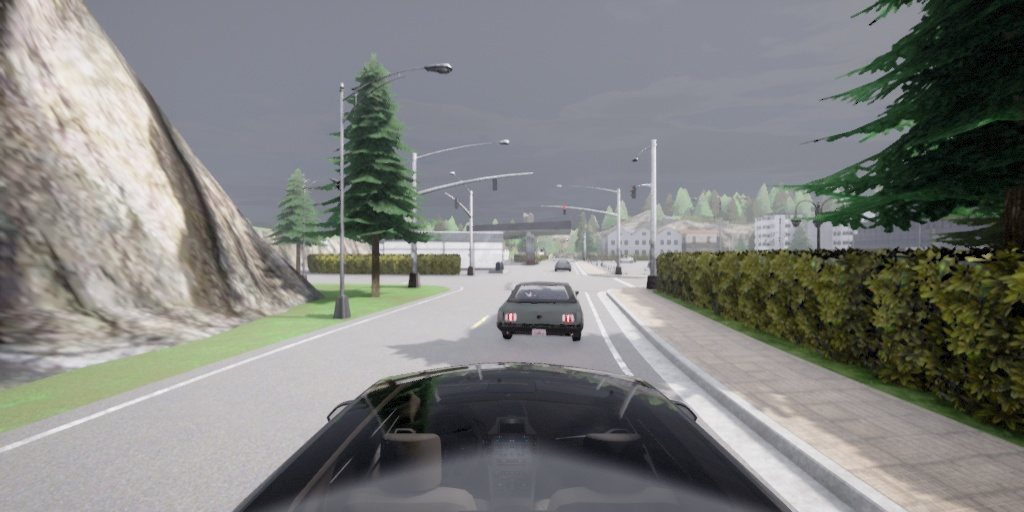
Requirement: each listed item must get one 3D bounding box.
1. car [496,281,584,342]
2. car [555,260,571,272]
[{"bbox_3d":[0.882,1.330,9.780,1.895,1.301,4.718,0,0,8],"label":"car"},{"bbox_3d":[6.308,1.203,44.287,1.994,1.385,4.181,0,0,9],"label":"car"}]
